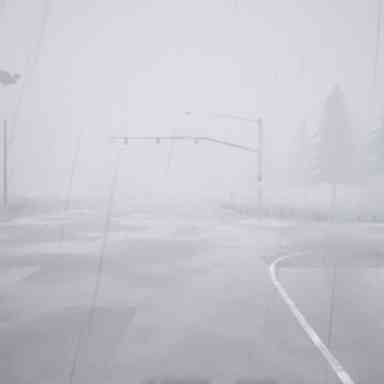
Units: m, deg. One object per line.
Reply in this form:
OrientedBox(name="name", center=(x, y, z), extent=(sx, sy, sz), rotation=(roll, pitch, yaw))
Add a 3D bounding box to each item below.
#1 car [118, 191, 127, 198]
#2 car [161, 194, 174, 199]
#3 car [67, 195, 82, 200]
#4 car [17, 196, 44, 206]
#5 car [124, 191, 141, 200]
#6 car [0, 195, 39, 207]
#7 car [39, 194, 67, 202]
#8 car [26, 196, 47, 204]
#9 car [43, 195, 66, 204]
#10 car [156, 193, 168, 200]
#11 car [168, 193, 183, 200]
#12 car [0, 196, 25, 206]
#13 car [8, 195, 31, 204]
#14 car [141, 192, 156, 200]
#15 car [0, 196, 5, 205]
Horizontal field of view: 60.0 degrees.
OrientedBox(name="car", center=(-18.891, 0.739, 92.915), extent=(2.150, 2.045, 5.566), rotation=(0, 0, -30))
OrientedBox(name="car", center=(-6.806, 1.184, 91.687), extent=(1.837, 1.490, 4.892), rotation=(0, 0, -26))
OrientedBox(name="car", center=(-21.060, 1.277, 59.097), extent=(1.882, 1.535, 5.008), rotation=(0, 0, 0))
OrientedBox(name="car", center=(-24.530, 1.393, 50.651), extent=(1.994, 1.385, 4.181), rotation=(0, 0, 0))
OrientedBox(name="car", center=(-14.929, 1.188, 83.448), extent=(1.882, 1.535, 5.008), rotation=(0, 0, -22))
OrientedBox(name="car", center=(-21.091, 1.367, 40.735), extent=(1.837, 1.490, 4.892), rotation=(0, 0, 0))
OrientedBox(name="car", center=(-21.051, 1.183, 49.874), extent=(2.097, 1.767, 4.553), rotation=(0, 0, 0))
OrientedBox(name="car", center=(-28.074, 1.360, 60.276), extent=(1.994, 1.385, 4.181), rotation=(0, 0, -3))
OrientedBox(name="car", center=(-24.568, 1.346, 59.619), extent=(2.033, 1.411, 5.357), rotation=(0, 0, 0))
OrientedBox(name="car", center=(-8.605, 1.180, 86.546), extent=(1.882, 1.535, 5.008), rotation=(0, 0, -22))
OrientedBox(name="car", center=(-3.772, 1.068, 82.965), extent=(2.097, 1.767, 4.553), rotation=(0, 0, -18))
OrientedBox(name="car", center=(-28.006, 1.333, 51.377), extent=(1.837, 1.490, 4.892), rotation=(0, 0, 0))
OrientedBox(name="car", center=(-31.647, 1.273, 61.122), extent=(1.882, 1.535, 5.008), rotation=(0, 0, -3))
OrientedBox(name="car", center=(-11.607, 0.930, 84.544), extent=(2.150, 2.045, 5.566), rotation=(0, 0, -22))
OrientedBox(name="car", center=(-31.505, 1.375, 51.567), extent=(2.033, 1.411, 5.357), rotation=(0, 0, 0))
